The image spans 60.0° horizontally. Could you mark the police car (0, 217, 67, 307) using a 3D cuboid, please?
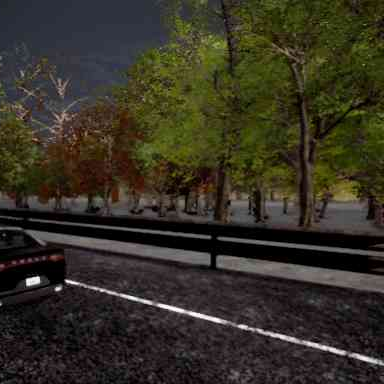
[{"bbox_3d":[-4.964,1.378,7.419,5.238,1.638,1.930,0,0,35],"label":"police car"}]
